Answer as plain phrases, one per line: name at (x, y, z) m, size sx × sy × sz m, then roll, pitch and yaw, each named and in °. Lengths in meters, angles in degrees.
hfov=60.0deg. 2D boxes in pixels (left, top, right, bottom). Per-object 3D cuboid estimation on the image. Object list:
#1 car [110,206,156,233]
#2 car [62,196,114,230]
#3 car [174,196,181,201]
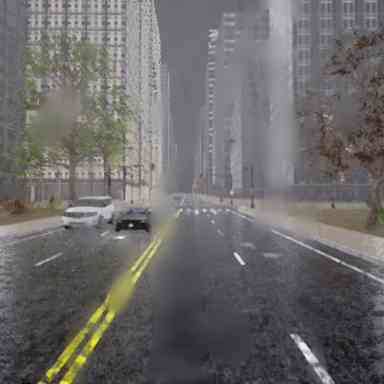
car at (-3.347, 1.645, 20.211) m, size 1.994 × 1.385 × 4.181 m, roll 0°, pitch 0°, yaw 0°
car at (-6.598, 1.308, 21.918) m, size 2.150 × 2.045 × 5.566 m, roll 0°, pitch 0°, yaw 0°
car at (-4.157, 1.778, 94.616) m, size 1.994 × 1.385 × 4.181 m, roll 0°, pitch 0°, yaw -1°
